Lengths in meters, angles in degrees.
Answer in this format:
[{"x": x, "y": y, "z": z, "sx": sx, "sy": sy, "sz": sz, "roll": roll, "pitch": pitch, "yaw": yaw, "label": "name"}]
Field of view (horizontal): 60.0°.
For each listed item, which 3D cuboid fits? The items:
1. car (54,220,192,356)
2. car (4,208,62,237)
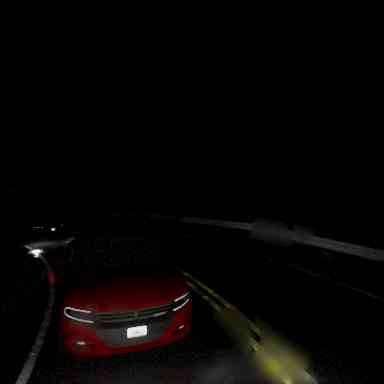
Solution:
[{"x": -1.525, "y": 1.487, "z": 6.511, "sx": 1.882, "sy": 1.535, "sz": 5.008, "roll": -1, "pitch": 0, "yaw": -19, "label": "car"}, {"x": -8.554, "y": 1.653, "z": 17.956, "sx": 4.892, "sy": 1.490, "sz": 1.837, "roll": -2, "pitch": 2, "yaw": 44, "label": "car"}]
